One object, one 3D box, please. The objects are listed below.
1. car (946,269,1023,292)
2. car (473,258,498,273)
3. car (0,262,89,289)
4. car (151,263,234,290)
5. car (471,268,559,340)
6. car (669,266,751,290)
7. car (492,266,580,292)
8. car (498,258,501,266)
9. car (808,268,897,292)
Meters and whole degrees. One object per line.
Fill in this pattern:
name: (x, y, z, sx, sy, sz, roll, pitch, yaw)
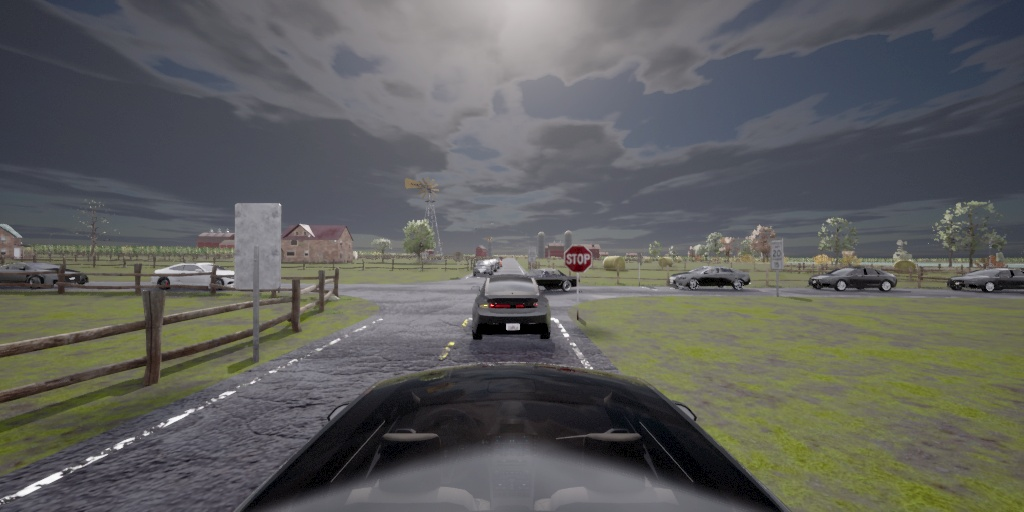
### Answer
car: (31.694, 1.587, 23.597, 4.892, 1.490, 1.837, 1, -1, -1)
car: (-2.873, 1.243, 36.704, 2.128, 1.511, 4.902, 0, 0, 0)
car: (-26.370, 1.048, 19.843, 4.181, 1.385, 1.994, 1, -1, -1)
car: (-17.250, 1.104, 19.968, 4.674, 1.442, 1.812, 1, -1, -1)
car: (-0.077, 1.256, 10.018, 1.837, 1.490, 4.892, 0, 0, -2)
car: (12.790, 1.397, 23.298, 4.902, 1.511, 2.128, 1, -1, -2)
car: (1.493, 1.369, 20.065, 4.718, 1.301, 1.895, 1, 0, -35)
car: (-2.869, 1.241, 46.150, 2.128, 1.511, 4.902, 0, 0, 0)
car: (22.192, 1.499, 23.473, 4.892, 1.490, 1.837, 1, -1, -1)
